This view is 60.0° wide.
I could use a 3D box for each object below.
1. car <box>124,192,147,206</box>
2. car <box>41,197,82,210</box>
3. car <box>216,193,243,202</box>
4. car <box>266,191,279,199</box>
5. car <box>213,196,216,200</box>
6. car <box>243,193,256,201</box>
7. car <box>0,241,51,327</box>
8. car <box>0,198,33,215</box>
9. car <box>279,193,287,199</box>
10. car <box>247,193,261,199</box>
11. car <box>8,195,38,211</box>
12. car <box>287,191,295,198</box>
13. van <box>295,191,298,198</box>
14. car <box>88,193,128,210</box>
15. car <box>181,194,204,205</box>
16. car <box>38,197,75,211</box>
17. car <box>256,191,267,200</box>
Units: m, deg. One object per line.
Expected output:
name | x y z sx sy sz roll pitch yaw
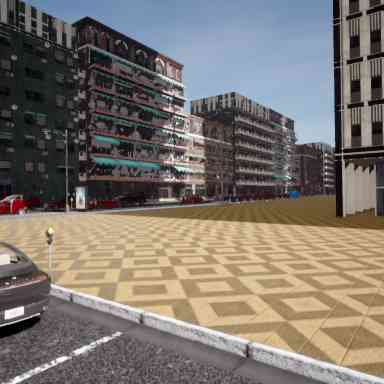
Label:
car | -8.954 0.985 47.643 2.150 2.045 5.566 -1 0 36
car | -16.372 1.415 41.842 1.887 1.381 4.507 -1 0 36
car | 6.664 1.093 59.256 2.008 1.369 4.403 -1 0 36
car | 16.419 0.740 72.664 2.192 1.841 5.009 -1 0 36
car | 6.393 1.028 73.126 1.967 1.590 4.097 -1 0 36
car | 9.917 1.048 63.725 1.887 1.381 4.507 -1 0 36
car | -4.392 1.553 6.199 4.403 1.369 2.008 0 -1 36
car | -16.102 1.413 27.970 1.802 1.307 4.206 -1 0 36
car | 19.674 0.938 77.133 2.008 1.369 4.403 -1 0 36
car | 16.152 1.040 86.534 1.947 1.339 4.313 -1 0 36
car | -19.627 1.228 37.372 2.192 1.841 5.009 -1 0 36
car | 22.927 0.932 81.603 1.802 1.307 4.206 -1 0 36
van | 26.177 0.654 86.072 1.690 1.788 3.998 -1 0 36
car | -9.598 1.186 36.909 1.967 1.590 4.097 -1 0 36
car | 0.158 1.062 50.317 1.967 1.590 4.097 -1 0 36
car | -15.101 1.368 39.199 1.812 1.442 4.674 -1 0 36
car | 13.169 1.046 68.194 1.802 1.307 4.206 -1 0 36
